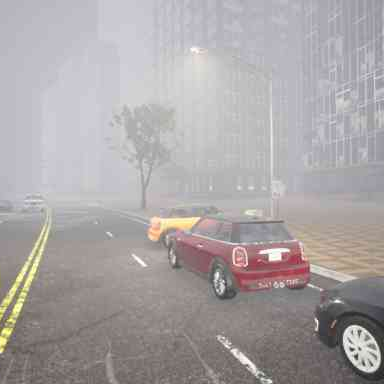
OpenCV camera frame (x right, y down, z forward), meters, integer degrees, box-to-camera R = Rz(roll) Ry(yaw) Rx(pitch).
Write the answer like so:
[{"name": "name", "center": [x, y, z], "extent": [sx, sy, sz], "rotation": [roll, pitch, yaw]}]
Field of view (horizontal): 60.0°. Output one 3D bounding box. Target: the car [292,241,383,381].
[{"name": "car", "center": [3.632, 1.505, 3.322], "extent": [1.837, 1.490, 4.892], "rotation": [0, 0, -35]}]

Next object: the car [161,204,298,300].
[{"name": "car", "center": [0.912, 1.355, 8.800], "extent": [2.097, 1.767, 4.553], "rotation": [0, 0, -22]}]

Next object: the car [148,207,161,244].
[{"name": "car", "center": [0.440, 1.276, 14.349], "extent": [4.553, 1.767, 2.097], "rotation": [-3, 1, -18]}]

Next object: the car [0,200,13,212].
[{"name": "car", "center": [-21.680, 1.602, 38.052], "extent": [1.994, 1.385, 4.181], "rotation": [0, 0, -24]}]

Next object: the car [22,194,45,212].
[{"name": "car", "center": [-18.696, 1.263, 39.340], "extent": [2.150, 2.045, 5.566], "rotation": [0, 0, -24]}]
